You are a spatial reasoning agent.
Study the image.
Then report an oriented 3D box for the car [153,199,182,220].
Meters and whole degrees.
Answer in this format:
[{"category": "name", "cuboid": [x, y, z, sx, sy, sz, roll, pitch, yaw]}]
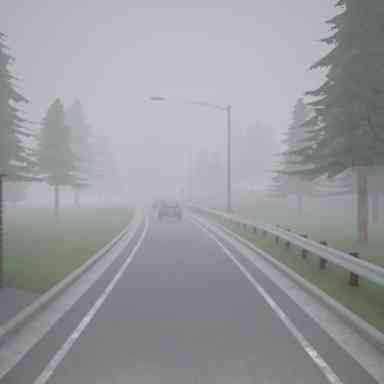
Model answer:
[{"category": "car", "cuboid": [-1.914, 1.497, 27.820, 2.128, 1.511, 4.902, 0, 0, -7]}]
